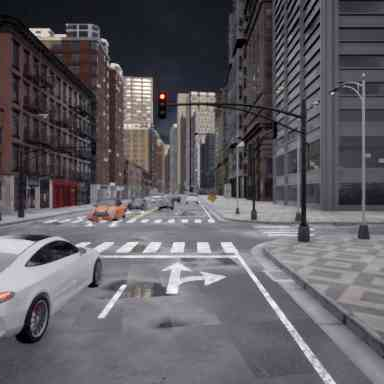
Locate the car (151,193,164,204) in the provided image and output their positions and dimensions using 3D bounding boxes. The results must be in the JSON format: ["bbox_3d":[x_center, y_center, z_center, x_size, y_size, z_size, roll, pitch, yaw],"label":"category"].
[{"bbox_3d":[-6.534,1.188,64.102,2.150,2.045,5.566,0,0,0],"label":"car"}]

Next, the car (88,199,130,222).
[{"bbox_3d":[-6.599,1.349,26.223,2.097,1.767,4.553,0,0,0],"label":"car"}]

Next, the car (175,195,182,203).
[{"bbox_3d":[-3.176,1.469,66.516,1.837,1.490,4.892,0,0,0],"label":"car"}]

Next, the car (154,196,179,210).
[{"bbox_3d":[-3.146,1.534,41.752,2.033,1.411,5.357,0,0,0],"label":"car"}]

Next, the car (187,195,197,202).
[{"bbox_3d":[0.005,1.383,72.843,2.033,1.411,5.357,0,0,0],"label":"car"}]

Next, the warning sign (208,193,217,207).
[{"bbox_3d":[2.851,1.098,46.330,1.300,1.860,1.060,0,0,0],"label":"warning sign"}]

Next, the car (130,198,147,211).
[{"bbox_3d":[-6.600,1.489,40.740,1.837,1.490,4.892,0,1,0],"label":"car"}]

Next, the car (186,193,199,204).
[{"bbox_3d":[0.051,1.188,62.339,2.150,2.045,5.566,0,0,0],"label":"car"}]

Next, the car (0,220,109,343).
[{"bbox_3d":[-3.152,1.526,6.317,1.812,1.442,4.674,0,0,2],"label":"car"}]
